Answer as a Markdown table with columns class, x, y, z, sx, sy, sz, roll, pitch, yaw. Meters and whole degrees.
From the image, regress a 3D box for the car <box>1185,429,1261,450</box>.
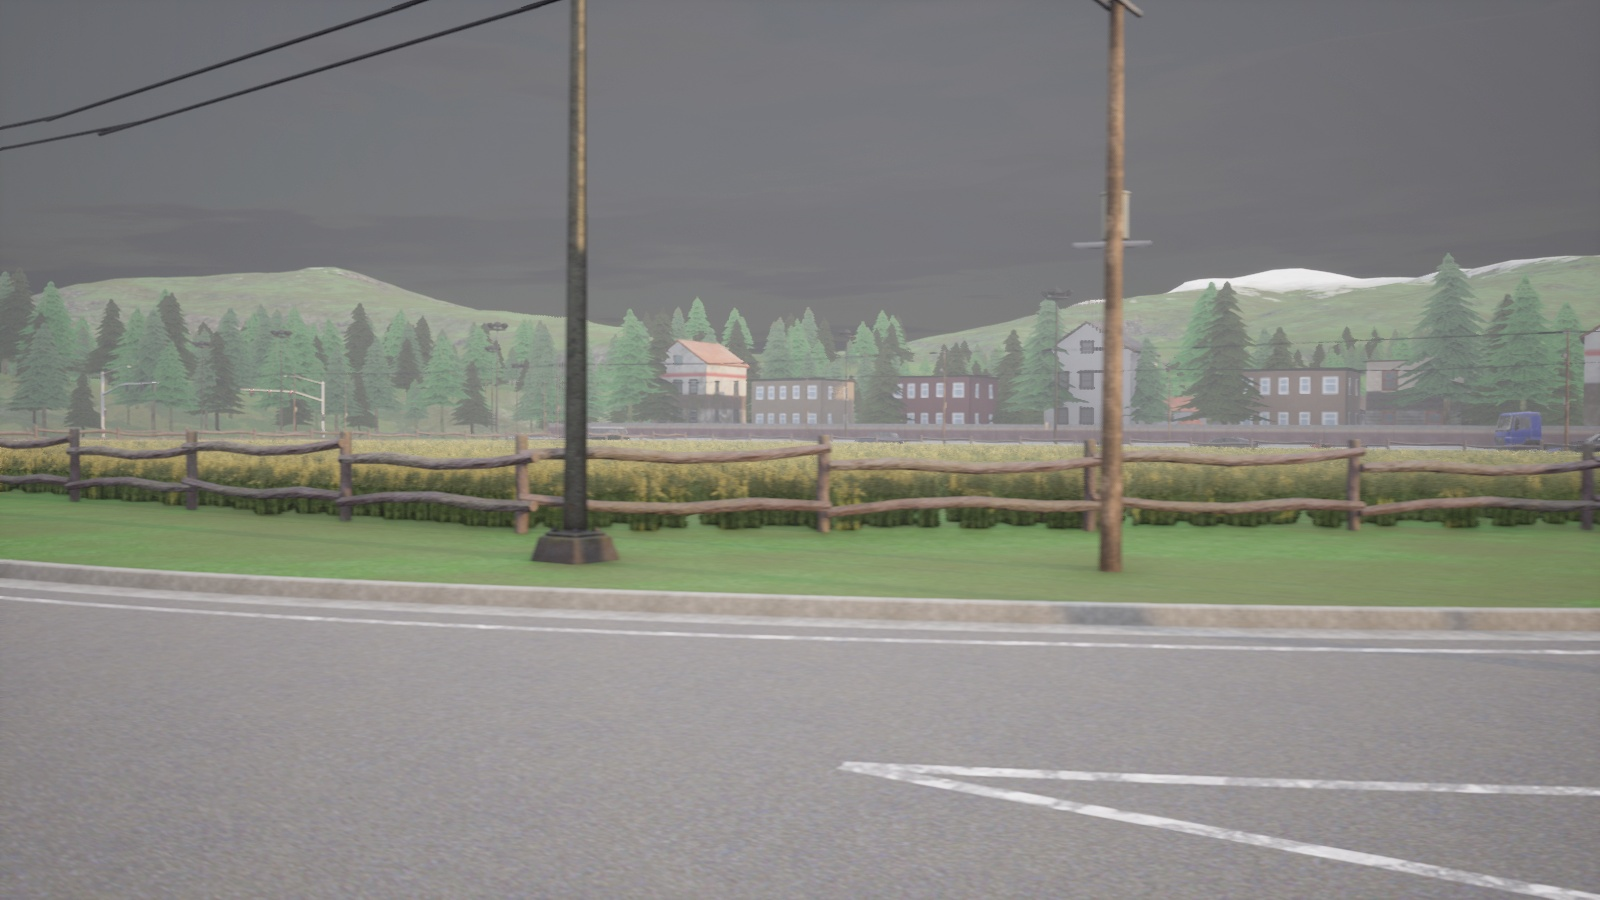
| class | x | y | z | sx | sy | sz | roll | pitch | yaw |
| --- | --- | --- | --- | --- | --- | --- | --- | --- | --- |
| car | 30.560 | -0.761 | 90.723 | 4.892 | 1.490 | 1.837 | 0 | 1 | 34 |

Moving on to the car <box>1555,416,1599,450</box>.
| class | x | y | z | sx | sy | sz | roll | pitch | yaw |
| --- | --- | --- | --- | --- | --- | --- | --- | --- | --- |
| car | 49.649 | -1.050 | 76.861 | 5.566 | 2.045 | 2.150 | 0 | 1 | 21 |
